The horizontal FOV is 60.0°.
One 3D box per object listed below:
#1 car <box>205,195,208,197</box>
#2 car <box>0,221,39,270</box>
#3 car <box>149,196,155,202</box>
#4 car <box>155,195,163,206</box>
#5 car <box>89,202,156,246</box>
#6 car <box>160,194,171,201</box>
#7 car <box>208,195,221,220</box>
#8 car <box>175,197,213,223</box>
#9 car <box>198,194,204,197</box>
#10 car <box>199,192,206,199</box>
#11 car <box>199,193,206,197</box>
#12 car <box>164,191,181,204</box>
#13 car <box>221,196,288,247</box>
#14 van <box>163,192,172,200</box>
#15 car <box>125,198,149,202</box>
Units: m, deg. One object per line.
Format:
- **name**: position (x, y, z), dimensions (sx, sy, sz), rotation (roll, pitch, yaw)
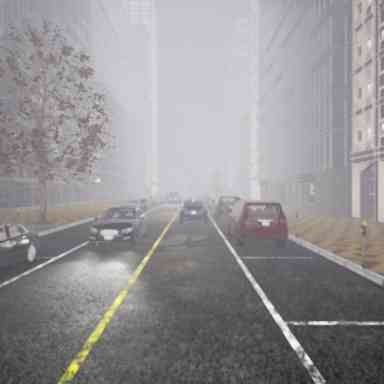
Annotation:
- **car**: position (2.722, 1.320, 37.494), dimensions (1.752, 1.417, 4.829), rotation (0, 0, 0)
- **car**: position (-5.681, 1.503, 8.882), dimensions (2.008, 1.369, 4.403), rotation (0, 0, 0)
- **car**: position (-5.659, 1.361, 37.344), dimensions (1.947, 1.339, 4.313), rotation (0, 0, 0)
- **car**: position (-5.650, 1.309, 48.726), dimensions (1.802, 1.307, 4.206), rotation (0, 0, 0)
- **car**: position (-3.089, 1.412, 14.790), dimensions (2.128, 1.511, 4.902), rotation (0, 0, 0)
- **car**: position (-5.633, 1.132, 71.496), dimensions (1.887, 1.381, 4.507), rotation (0, 0, 0)
- **car**: position (2.714, 1.175, 25.940), dimensions (2.192, 1.841, 5.009), rotation (0, 0, 0)
- **car**: position (0.118, 1.373, 24.195), dimensions (2.163, 1.488, 4.792), rotation (0, 0, 0)
- **car**: position (0.131, 1.332, 41.927), dimensions (1.994, 1.385, 4.181), rotation (0, 0, 0)
- **car**: position (2.761, 0.919, 88.551), dimensions (1.967, 1.590, 4.097), rotation (0, 0, 0)
- **car**: position (2.743, 1.189, 65.785), dimensions (1.947, 1.339, 4.313), rotation (0, 0, 0)
- **car**: position (-3.016, 0.905, 55.887), dimensions (2.150, 2.045, 5.566), rotation (0, 0, 1)
- **car**: position (2.706, 1.237, 14.555), dimensions (2.192, 1.841, 5.009), rotation (0, 0, 0)
- **van**: position (-5.628, 0.892, 77.187), dimensions (1.690, 1.788, 3.998), rotation (0, 0, 0)
- **car**: position (-5.663, 1.378, 31.651), dimensions (2.008, 1.369, 4.403), rotation (0, 0, 0)
